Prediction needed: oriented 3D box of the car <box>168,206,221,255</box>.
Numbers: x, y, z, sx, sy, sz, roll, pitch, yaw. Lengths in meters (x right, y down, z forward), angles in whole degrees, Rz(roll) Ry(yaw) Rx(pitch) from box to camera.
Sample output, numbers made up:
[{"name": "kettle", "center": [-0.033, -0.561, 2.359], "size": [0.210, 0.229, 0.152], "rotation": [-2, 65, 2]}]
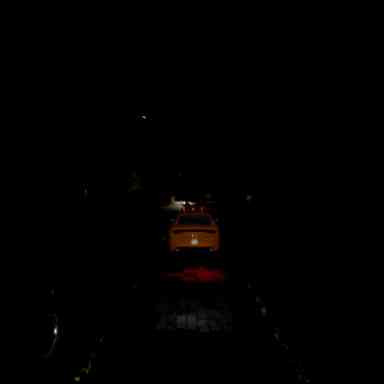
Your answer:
[{"name": "car", "center": [0.094, 1.554, 13.794], "size": [1.882, 1.535, 5.008], "rotation": [0, 0, 0]}]

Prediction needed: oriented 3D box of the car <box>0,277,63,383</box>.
[{"name": "car", "center": [-2.850, 1.582, 3.104], "size": [1.994, 1.385, 4.181], "rotation": [0, 0, 0]}]

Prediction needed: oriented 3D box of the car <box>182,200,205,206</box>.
[{"name": "car", "center": [0.103, 1.520, 30.988], "size": [2.097, 1.767, 4.553], "rotation": [0, 0, 0]}]
